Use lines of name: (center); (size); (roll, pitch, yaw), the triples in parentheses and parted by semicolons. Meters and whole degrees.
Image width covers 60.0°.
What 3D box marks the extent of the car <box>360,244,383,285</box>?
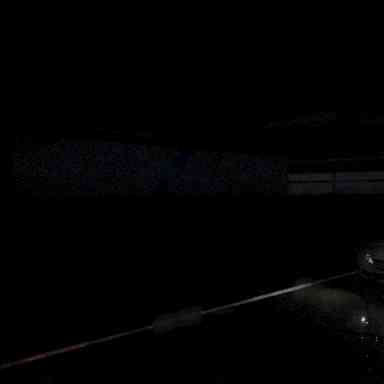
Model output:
car: (6.123, 1.515, 8.282); (4.674, 1.442, 1.812); (0, 0, -35)
